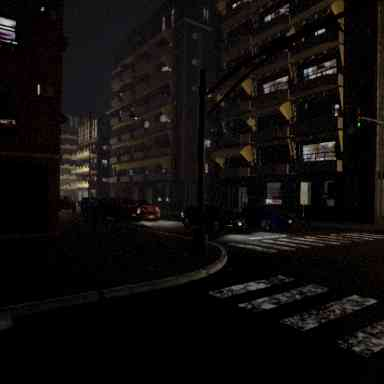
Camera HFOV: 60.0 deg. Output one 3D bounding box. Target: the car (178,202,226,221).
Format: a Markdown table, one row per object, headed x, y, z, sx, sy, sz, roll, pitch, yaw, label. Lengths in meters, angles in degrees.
| x | y | z | sx | sy | sz | roll | pitch | yaw | label |
| --- | --- | --- | --- | --- | --- | --- | --- | --- | --- |
| 0.806 | 1.686 | 30.151 | 1.752 | 1.417 | 4.829 | 1 | -1 | -35 | car |

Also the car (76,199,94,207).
| x | y | z | sx | sy | sz | roll | pitch | yaw | label |
| --- | --- | --- | --- | --- | --- | --- | --- | --- | --- |
| -18.434 | 1.868 | 57.309 | 1.802 | 1.307 | 4.206 | 1 | -1 | -35 | car |

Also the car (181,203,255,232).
| x | y | z | sx | sy | sz | roll | pitch | yaw | label |
| --- | --- | --- | --- | --- | --- | --- | --- | --- | --- |
| 1.214 | 1.527 | 20.273 | 1.837 | 1.490 | 4.892 | 1 | -1 | -36 | car |

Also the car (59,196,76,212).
| x | y | z | sx | sy | sz | roll | pitch | yaw | label |
| --- | --- | --- | --- | --- | --- | --- | --- | --- | --- |
| -15.190 | 1.369 | 39.108 | 2.192 | 1.841 | 5.009 | 1 | -1 | -35 | car |

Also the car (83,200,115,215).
| x | y | z | sx | sy | sz | roll | pitch | yaw | label |
| --- | --- | --- | --- | --- | --- | --- | --- | --- | --- |
| -10.230 | 1.651 | 36.378 | 1.994 | 1.385 | 4.181 | 1 | -1 | -35 | car |

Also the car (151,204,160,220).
| x | y | z | sx | sy | sz | roll | pitch | yaw | label |
| --- | --- | --- | --- | --- | --- | --- | --- | --- | --- |
| -4.519 | 1.405 | 28.315 | 2.097 | 1.767 | 4.553 | 1 | -1 | -35 | car |

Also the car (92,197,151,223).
| x | y | z | sx | sy | sz | roll | pitch | yaw | label |
| --- | --- | --- | --- | --- | --- | --- | --- | --- | --- |
| -5.521 | 1.310 | 25.459 | 2.192 | 1.841 | 5.009 | 1 | -1 | -35 | car |

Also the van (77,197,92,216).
| x | y | z | sx | sy | sz | roll | pitch | yaw | label |
| --- | --- | --- | --- | --- | --- | --- | --- | --- | --- |
| -8.745 | 1.355 | 30.008 | 1.690 | 1.788 | 3.998 | 1 | -1 | -35 | van |

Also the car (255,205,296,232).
| x | y | z | sx | sy | sz | roll | pitch | yaw | label |
| --- | --- | --- | --- | --- | --- | --- | --- | --- | --- |
| 4.192 | 1.558 | 21.094 | 1.882 | 1.535 | 5.008 | 1 | -1 | -35 | car |
